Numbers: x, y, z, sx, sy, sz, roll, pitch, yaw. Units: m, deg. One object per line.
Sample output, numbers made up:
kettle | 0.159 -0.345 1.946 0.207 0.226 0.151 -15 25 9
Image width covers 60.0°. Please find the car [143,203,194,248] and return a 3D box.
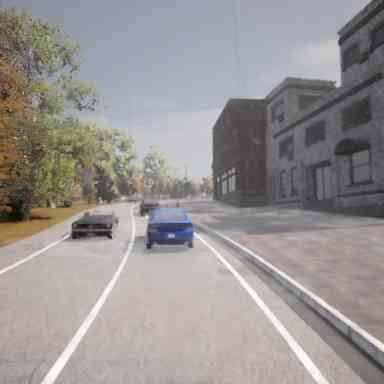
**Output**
car | -1.063 1.485 14.875 1.882 1.535 5.008 1 0 -7

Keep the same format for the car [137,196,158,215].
car | -4.214 1.439 33.025 1.837 1.490 4.892 1 0 -11

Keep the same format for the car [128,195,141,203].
car | -9.924 1.250 59.294 1.837 1.490 4.892 -1 0 5

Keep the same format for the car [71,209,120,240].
car | -4.759 1.572 16.841 1.895 1.301 4.718 1 0 -8
